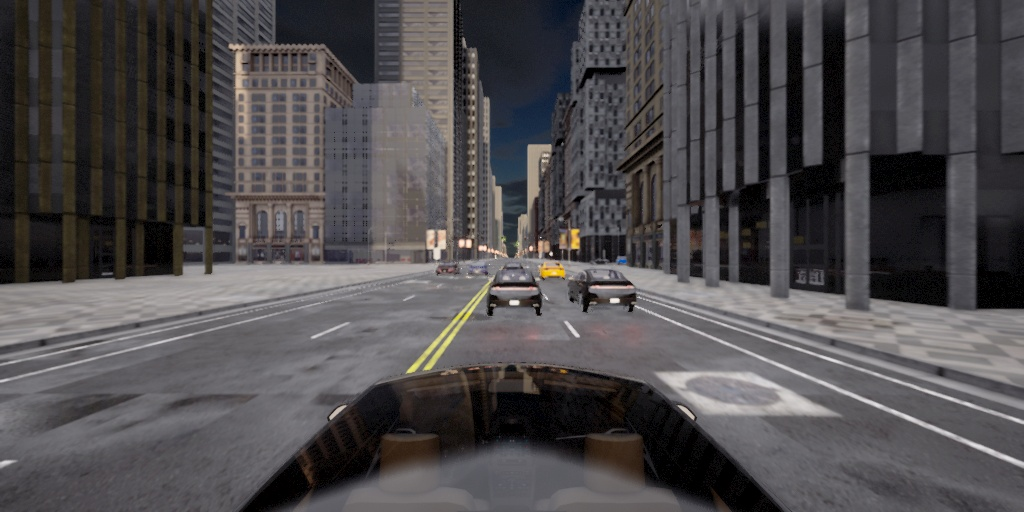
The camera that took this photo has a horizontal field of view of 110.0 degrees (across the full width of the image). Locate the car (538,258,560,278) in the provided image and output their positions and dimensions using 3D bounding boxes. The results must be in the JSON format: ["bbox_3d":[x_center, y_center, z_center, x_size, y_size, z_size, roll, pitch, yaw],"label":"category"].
[{"bbox_3d":[3.352,1.209,30.842,1.882,1.535,5.008,0,0,0],"label":"car"}]

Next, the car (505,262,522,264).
[{"bbox_3d":[0.098,1.224,29.305,2.128,1.511,4.902,0,0,0],"label":"car"}]

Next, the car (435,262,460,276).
[{"bbox_3d":[-6.583,1.292,37.061,1.994,1.385,4.181,0,0,0],"label":"car"}]

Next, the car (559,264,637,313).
[{"bbox_3d":[3.341,1.234,14.054,2.128,1.511,4.902,0,0,0],"label":"car"}]

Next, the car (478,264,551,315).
[{"bbox_3d":[0.087,1.235,13.555,2.128,1.511,4.902,0,0,0],"label":"car"}]

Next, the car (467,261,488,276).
[{"bbox_3d":[-3.334,1.253,36.548,1.812,1.442,4.674,0,0,0],"label":"car"}]
